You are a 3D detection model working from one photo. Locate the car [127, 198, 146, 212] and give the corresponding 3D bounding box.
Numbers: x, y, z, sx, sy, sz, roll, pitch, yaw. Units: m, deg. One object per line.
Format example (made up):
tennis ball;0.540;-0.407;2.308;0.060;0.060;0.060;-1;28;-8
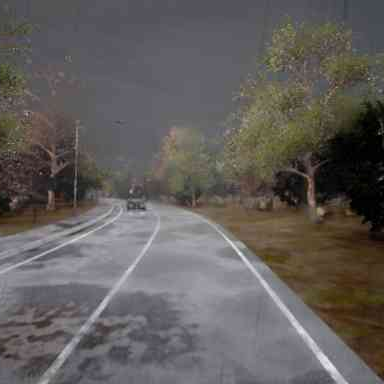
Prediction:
car;-6.127;1.391;36.672;1.994;1.385;4.181;1;0;-11
